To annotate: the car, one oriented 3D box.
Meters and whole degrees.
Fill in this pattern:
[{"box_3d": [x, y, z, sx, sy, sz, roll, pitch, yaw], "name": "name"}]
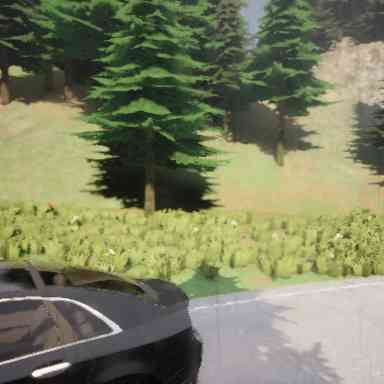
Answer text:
[{"box_3d": [-2.194, 1.399, 2.448, 4.892, 1.490, 1.837, 0, 1, -33], "name": "car"}]
